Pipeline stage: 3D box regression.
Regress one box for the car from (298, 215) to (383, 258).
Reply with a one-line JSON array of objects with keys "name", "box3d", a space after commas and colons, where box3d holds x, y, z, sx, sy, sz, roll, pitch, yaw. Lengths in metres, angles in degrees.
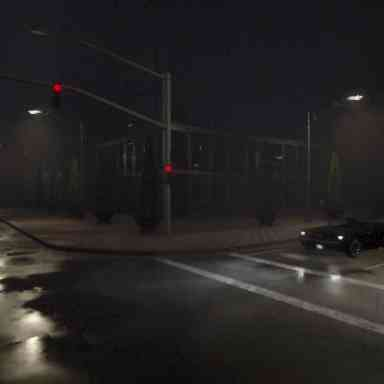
[{"name": "car", "box3d": [6.199, 1.568, 12.715, 4.718, 1.301, 1.895, 0, 0, -35]}]
